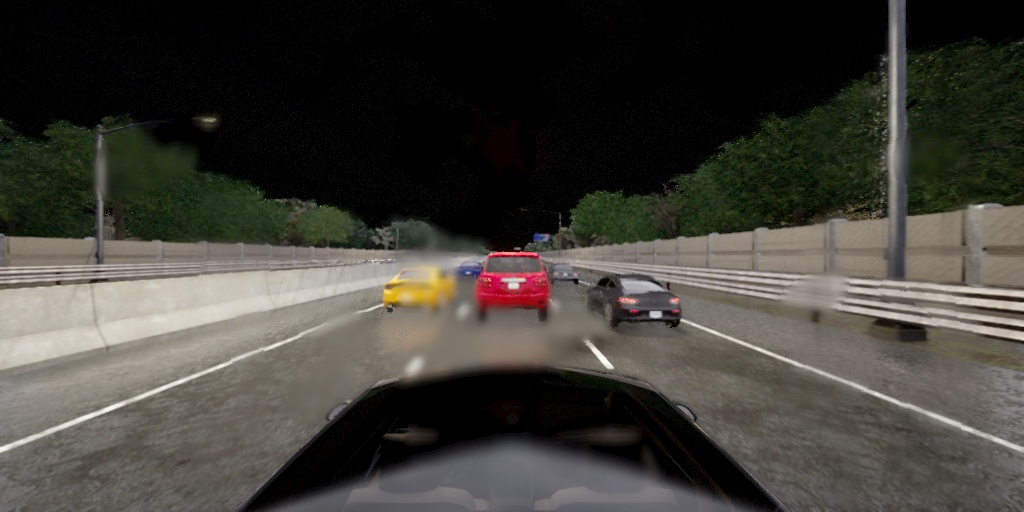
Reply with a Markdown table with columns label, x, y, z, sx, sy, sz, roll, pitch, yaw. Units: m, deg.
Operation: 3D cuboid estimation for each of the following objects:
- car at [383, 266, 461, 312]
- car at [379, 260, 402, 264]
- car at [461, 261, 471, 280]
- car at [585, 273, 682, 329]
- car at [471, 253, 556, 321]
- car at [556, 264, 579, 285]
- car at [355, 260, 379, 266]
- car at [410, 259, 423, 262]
| label | x | y | z | sx | sy | sz | roll | pitch | yaw |
| --- | --- | --- | --- | --- | --- | --- | --- | --- | --- |
| car | -3.427 | 1.205 | 14.138 | 1.882 | 1.535 | 5.008 | 0 | 0 | 0 |
| car | -17.542 | 1.213 | 53.189 | 1.994 | 1.385 | 4.181 | 0 | 0 | 0 |
| car | -3.412 | 1.172 | 30.951 | 1.882 | 1.535 | 5.008 | 0 | 0 | 0 |
| car | 3.548 | 1.259 | 11.108 | 1.812 | 1.442 | 4.674 | 0 | 0 | 0 |
| car | 0.062 | 0.944 | 12.442 | 2.150 | 2.045 | 5.566 | 0 | -1 | 0 |
| car | 3.553 | 1.253 | 25.747 | 2.033 | 1.411 | 5.357 | 0 | 0 | 1 |
| car | -21.041 | 1.251 | 52.333 | 1.895 | 1.301 | 4.718 | 0 | 0 | 0 |
| car | -14.044 | 1.174 | 53.214 | 1.812 | 1.442 | 4.674 | 0 | 0 | 0 |
